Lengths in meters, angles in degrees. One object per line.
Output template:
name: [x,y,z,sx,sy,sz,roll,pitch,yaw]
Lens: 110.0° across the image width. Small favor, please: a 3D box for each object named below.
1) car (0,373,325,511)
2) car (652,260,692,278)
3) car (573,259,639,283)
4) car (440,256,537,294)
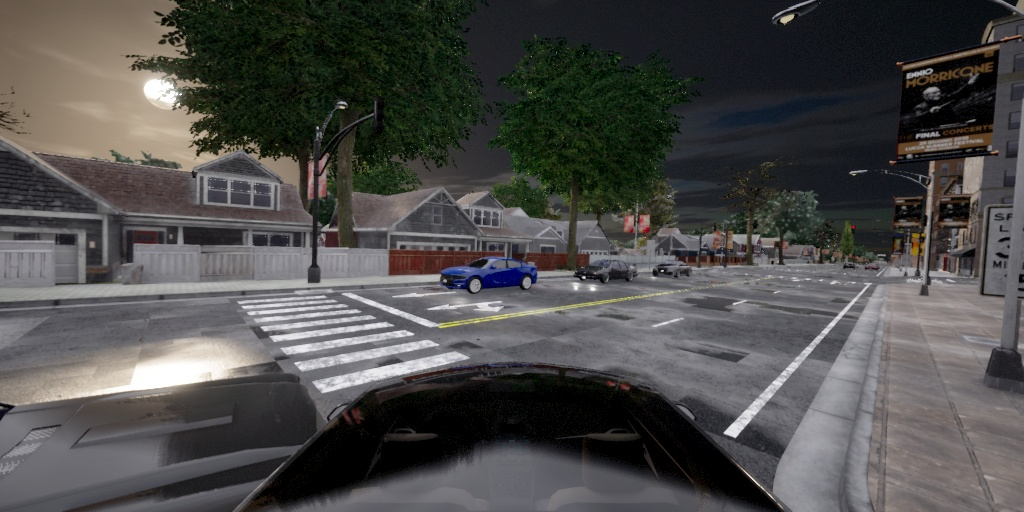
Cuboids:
car: [-3.318,1.273,1.422,4.718,1.301,1.895,1,2,-33]
car: [13.555,1.036,30.268,4.181,1.385,1.994,1,2,-44]
car: [6.283,0.934,23.424,5.357,1.411,2.033,1,2,-43]
car: [-0.957,0.781,16.582,5.008,1.535,1.882,1,2,-43]
